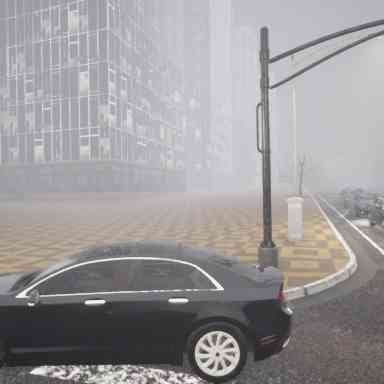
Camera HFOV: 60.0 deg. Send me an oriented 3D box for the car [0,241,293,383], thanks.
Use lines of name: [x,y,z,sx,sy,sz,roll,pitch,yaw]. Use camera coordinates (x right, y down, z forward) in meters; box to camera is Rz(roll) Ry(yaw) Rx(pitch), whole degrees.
car: [-1.093,1.505,4.778,4.892,1.490,1.837,0,0,0]

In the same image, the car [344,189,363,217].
car: [11.023,0.759,20.726,1.994,1.385,4.181,-1,2,17]

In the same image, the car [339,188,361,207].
car: [13.008,0.453,26.793,2.128,1.511,4.902,-1,2,18]

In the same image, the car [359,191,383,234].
car: [8.983,0.928,14.429,2.128,1.511,4.902,-1,2,18]
